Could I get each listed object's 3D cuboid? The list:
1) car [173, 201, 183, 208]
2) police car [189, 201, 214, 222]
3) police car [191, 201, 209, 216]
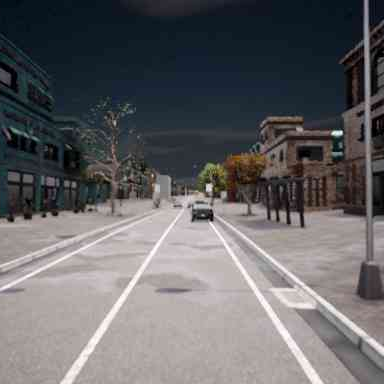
[{"bbox_3d":[-3.010,2.654,70.958,1.895,1.301,4.718,0,-1,0],"label":"car"},{"bbox_3d":[0.896,1.741,29.740,1.930,1.638,5.238,0,-1,0],"label":"police car"},{"bbox_3d":[0.894,1.927,39.739,1.930,1.638,5.238,0,-1,0],"label":"police car"}]
